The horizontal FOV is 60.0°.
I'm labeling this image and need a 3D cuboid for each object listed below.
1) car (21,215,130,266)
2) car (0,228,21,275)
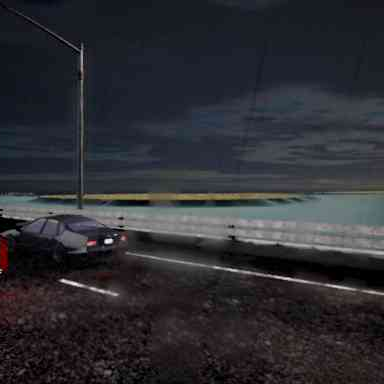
[{"bbox_3d":[-4.529,1.517,11.485,5.357,1.411,2.033,0,0,36],"label":"car"},{"bbox_3d":[-6.818,1.446,8.823,5.008,1.535,1.882,0,0,36],"label":"car"}]
